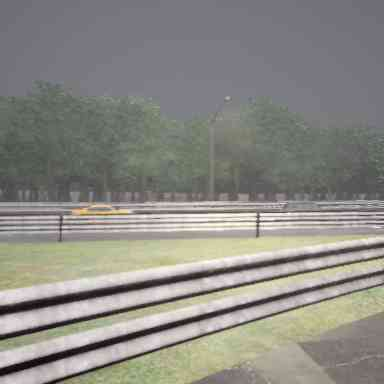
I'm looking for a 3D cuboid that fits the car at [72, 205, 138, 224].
[{"bbox_3d":[-6.685,1.743,25.685,5.008,1.535,1.882,0,0,-8],"label":"car"}]

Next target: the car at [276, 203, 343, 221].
[{"bbox_3d":[8.587,1.569,24.303,4.553,1.767,2.097,0,0,-8],"label":"car"}]
